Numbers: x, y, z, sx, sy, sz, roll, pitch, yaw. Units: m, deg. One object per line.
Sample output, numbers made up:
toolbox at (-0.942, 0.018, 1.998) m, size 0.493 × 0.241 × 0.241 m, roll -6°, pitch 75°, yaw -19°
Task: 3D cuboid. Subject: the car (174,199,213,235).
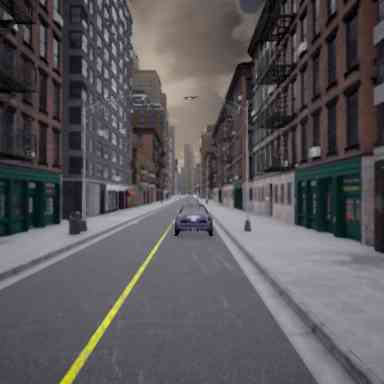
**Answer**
car at (0.096, 1.478, 19.727) m, size 2.097 × 1.767 × 4.553 m, roll 0°, pitch 0°, yaw 0°
